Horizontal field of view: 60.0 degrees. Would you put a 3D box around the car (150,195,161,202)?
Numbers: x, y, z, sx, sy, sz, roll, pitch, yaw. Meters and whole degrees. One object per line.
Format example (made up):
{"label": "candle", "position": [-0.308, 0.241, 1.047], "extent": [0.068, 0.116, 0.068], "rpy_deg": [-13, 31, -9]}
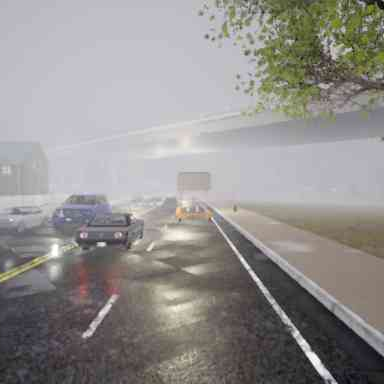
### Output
{"label": "car", "position": [-6.728, 1.249, 62.407], "extent": [1.994, 1.385, 4.181], "rpy_deg": [0, 0, 0]}

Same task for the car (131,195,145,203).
{"label": "car", "position": [-9.966, 1.229, 61.843], "extent": [2.033, 1.411, 5.357], "rpy_deg": [0, 0, 0]}

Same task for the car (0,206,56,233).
{"label": "car", "position": [-9.850, 1.496, 18.972], "extent": [1.895, 1.301, 4.718], "rpy_deg": [0, 0, 0]}

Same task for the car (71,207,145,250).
{"label": "car", "position": [-3.151, 1.524, 13.830], "extent": [1.895, 1.301, 4.718], "rpy_deg": [0, 0, 0]}

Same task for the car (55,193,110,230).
{"label": "car", "position": [-6.598, 1.107, 20.520], "extent": [2.150, 2.045, 5.566], "rpy_deg": [0, 0, 0]}

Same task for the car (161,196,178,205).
{"label": "car", "position": [-3.277, 1.293, 51.658], "extent": [1.994, 1.385, 4.181], "rpy_deg": [0, 0, 0]}

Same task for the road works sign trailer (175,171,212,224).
{"label": "road works sign trailer", "position": [0.132, 0.333, 23.791], "extent": [2.380, 3.560, 2.880], "rpy_deg": [0, 0, -3]}
